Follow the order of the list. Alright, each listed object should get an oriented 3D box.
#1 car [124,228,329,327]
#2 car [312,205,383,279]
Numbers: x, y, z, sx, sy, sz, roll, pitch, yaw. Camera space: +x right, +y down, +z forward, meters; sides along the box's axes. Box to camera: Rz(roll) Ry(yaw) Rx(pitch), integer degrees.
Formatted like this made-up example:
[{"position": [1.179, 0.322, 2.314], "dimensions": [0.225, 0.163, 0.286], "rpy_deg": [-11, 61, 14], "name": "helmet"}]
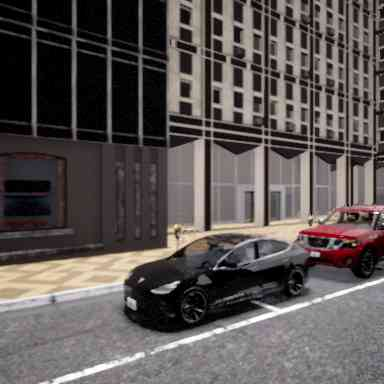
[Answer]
[{"position": [0.723, 1.586, 7.081], "dimensions": [4.313, 1.339, 1.947], "rpy_deg": [0, 0, -36], "name": "car"}, {"position": [5.360, 1.360, 10.393], "dimensions": [5.009, 1.841, 2.192], "rpy_deg": [0, 0, -36], "name": "car"}]
